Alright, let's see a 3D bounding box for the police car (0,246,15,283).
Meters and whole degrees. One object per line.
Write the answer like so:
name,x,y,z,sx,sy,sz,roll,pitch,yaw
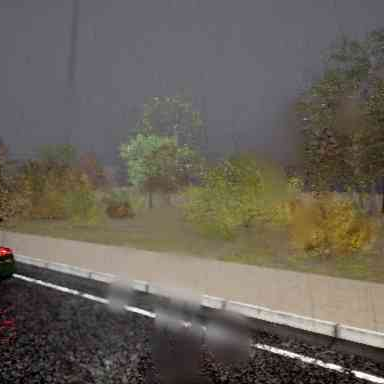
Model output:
police car,-6.505,1.500,8.205,4.974,1.542,2.038,0,0,36
